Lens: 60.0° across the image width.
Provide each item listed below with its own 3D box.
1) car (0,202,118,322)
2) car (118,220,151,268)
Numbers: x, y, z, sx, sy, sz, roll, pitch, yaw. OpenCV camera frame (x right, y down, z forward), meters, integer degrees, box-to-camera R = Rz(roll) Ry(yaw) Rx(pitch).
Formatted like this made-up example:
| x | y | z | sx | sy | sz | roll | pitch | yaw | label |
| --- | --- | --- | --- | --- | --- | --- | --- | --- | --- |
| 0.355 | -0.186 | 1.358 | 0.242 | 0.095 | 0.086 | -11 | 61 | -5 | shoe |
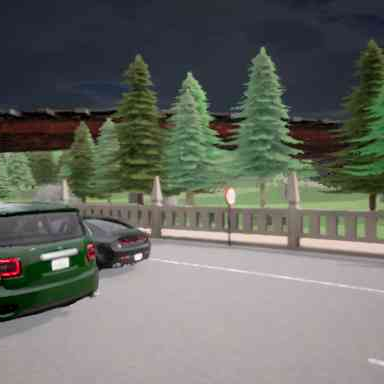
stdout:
| x | y | z | sx | sy | sz | roll | pitch | yaw | label |
| --- | --- | --- | --- | --- | --- | --- | --- | --- | --- |
| -4.338 | 1.219 | 6.579 | 5.566 | 2.045 | 2.150 | 0 | 0 | 31 | car |
| -3.503 | 1.487 | 10.117 | 4.892 | 1.490 | 1.837 | 0 | 0 | 31 | car |
